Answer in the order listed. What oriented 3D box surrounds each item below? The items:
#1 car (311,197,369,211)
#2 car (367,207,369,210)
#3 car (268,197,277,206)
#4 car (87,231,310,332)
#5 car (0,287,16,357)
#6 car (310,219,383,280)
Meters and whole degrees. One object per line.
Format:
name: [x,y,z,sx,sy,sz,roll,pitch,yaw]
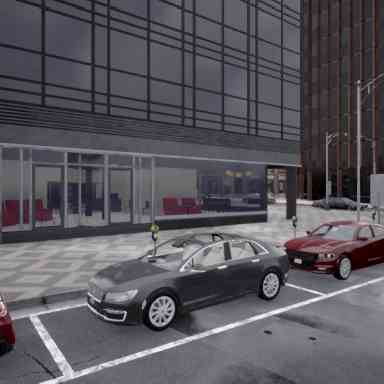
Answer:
car: [14.941,1.203,33.803,2.033,1.411,5.357,0,1,-41]
car: [9.016,1.441,13.094,4.097,1.590,1.967,0,0,-36]
car: [8.612,0.949,42.724,1.837,1.490,4.892,0,1,-36]
car: [0.135,1.551,6.750,4.403,1.369,2.008,0,0,-36]
car: [-4.306,1.440,3.578,4.097,1.590,1.967,0,0,-36]
car: [4.575,1.545,9.922,4.507,1.381,1.887,0,0,-36]
